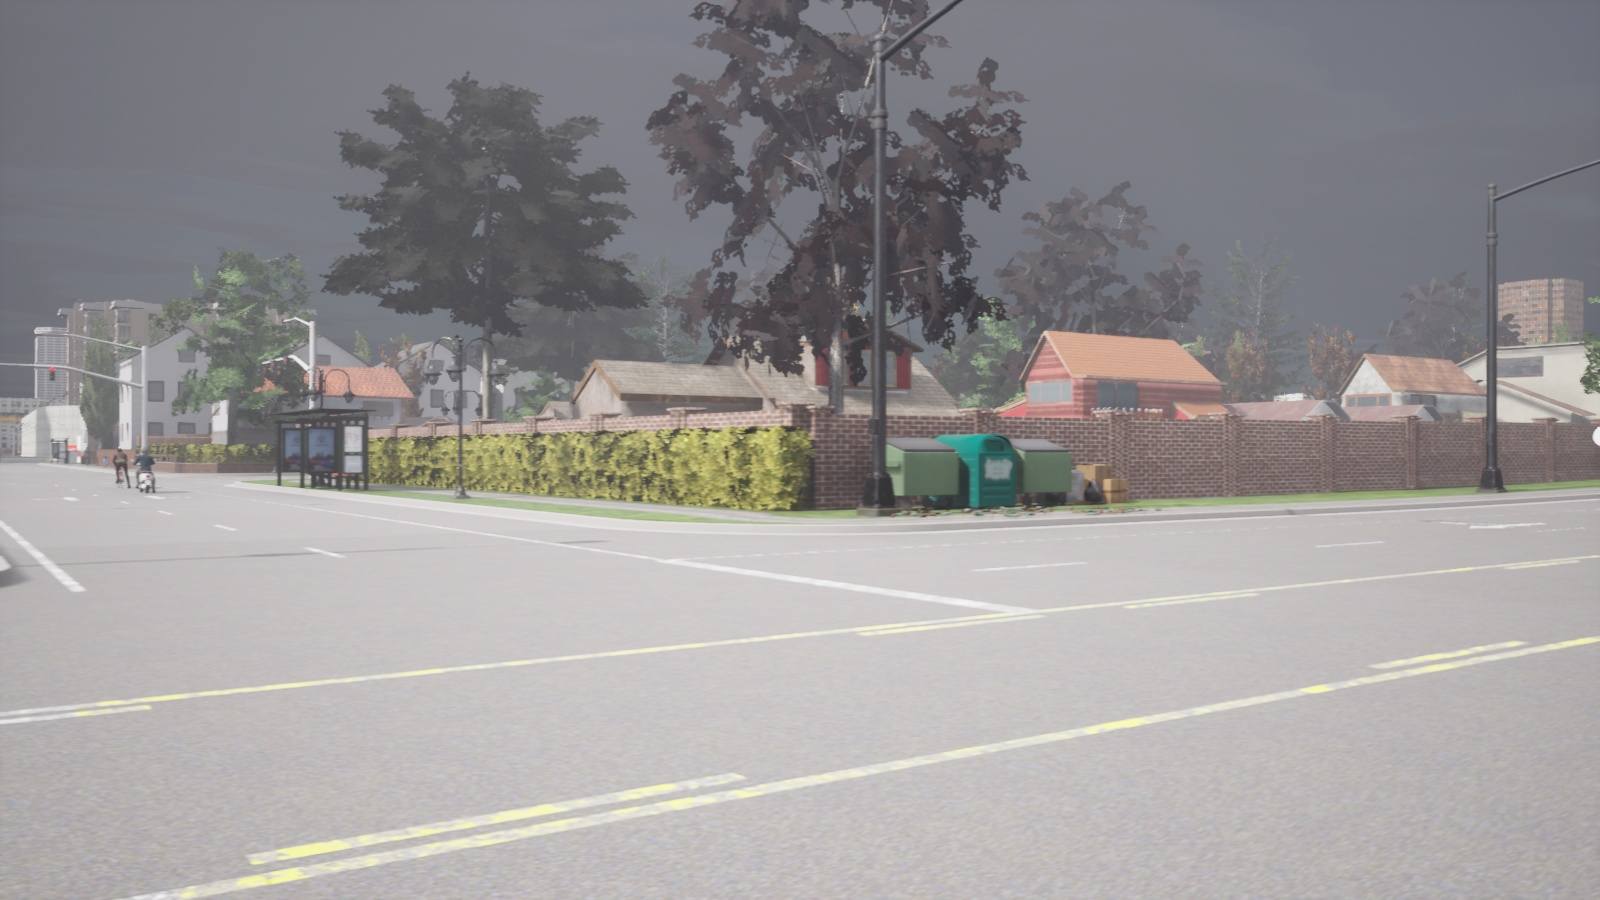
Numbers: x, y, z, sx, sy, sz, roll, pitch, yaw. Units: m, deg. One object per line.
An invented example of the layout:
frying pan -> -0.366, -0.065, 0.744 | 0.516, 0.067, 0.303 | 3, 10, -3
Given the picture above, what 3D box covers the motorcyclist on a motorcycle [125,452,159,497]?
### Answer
motorcyclist on a motorcycle -> -23.663, 0.859, 45.161 | 0.866, 1.590, 1.817 | 0, 0, -35
